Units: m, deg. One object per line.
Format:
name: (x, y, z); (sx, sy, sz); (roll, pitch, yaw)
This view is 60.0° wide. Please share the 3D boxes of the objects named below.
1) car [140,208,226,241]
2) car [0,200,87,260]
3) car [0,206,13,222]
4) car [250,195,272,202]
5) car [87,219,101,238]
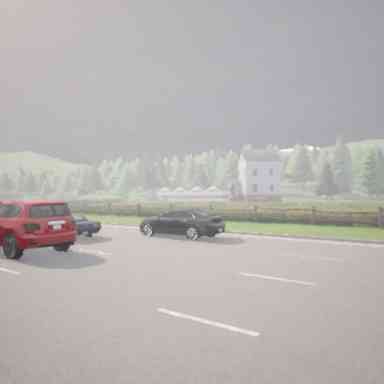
car: (-0.600, 1.606, 17.318); (4.892, 1.490, 1.837); (-1, 0, 35)
car: (-6.913, 1.349, 13.222); (5.566, 2.045, 2.150); (-1, 0, 36)
car: (-18.255, 1.912, 29.911); (4.718, 1.301, 1.895); (-1, 0, 35)
car: (15.075, 1.498, 72.506); (4.605, 1.855, 1.932); (-1, 0, 35)
car: (-7.033, 1.754, 17.608); (4.718, 1.301, 1.895); (-1, 0, 35)
